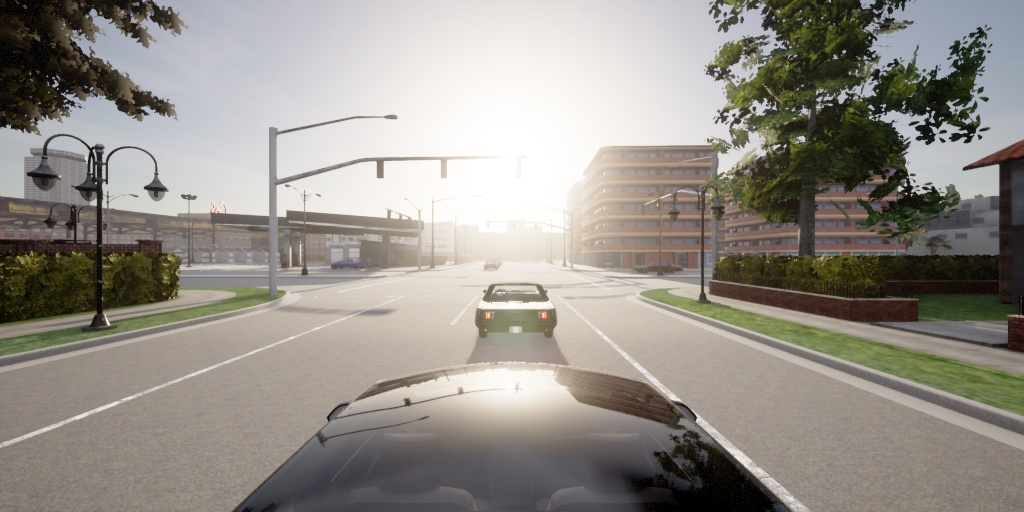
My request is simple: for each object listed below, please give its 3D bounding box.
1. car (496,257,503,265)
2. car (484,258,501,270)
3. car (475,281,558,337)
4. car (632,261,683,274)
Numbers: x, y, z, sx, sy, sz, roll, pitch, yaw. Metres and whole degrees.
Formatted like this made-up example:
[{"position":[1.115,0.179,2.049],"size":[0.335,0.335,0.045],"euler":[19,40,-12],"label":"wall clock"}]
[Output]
[{"position":[-3.146,1.314,62.473],"size":[1.994,1.385,4.181],"euler":[0,0,0],"label":"car"},{"position":[-3.054,1.351,52.558],"size":[1.895,1.301,4.718],"euler":[0,0,-1],"label":"car"},{"position":[0.098,1.351,10.227],"size":[1.895,1.301,4.718],"euler":[0,0,0],"label":"car"},{"position":[16.639,1.297,41.043],"size":[5.357,1.411,2.033],"euler":[0,0,1],"label":"car"}]
